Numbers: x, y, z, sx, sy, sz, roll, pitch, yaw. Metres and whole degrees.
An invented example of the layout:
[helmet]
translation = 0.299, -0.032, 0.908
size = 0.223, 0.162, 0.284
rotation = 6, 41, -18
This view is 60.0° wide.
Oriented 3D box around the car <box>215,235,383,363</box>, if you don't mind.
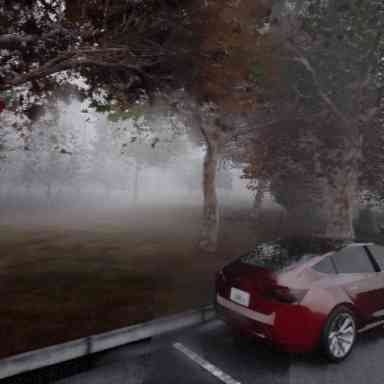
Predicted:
[car]
translation = 2.625, 1.511, 5.926
size = 4.792, 1.488, 2.163
rotation = 0, 0, -33
